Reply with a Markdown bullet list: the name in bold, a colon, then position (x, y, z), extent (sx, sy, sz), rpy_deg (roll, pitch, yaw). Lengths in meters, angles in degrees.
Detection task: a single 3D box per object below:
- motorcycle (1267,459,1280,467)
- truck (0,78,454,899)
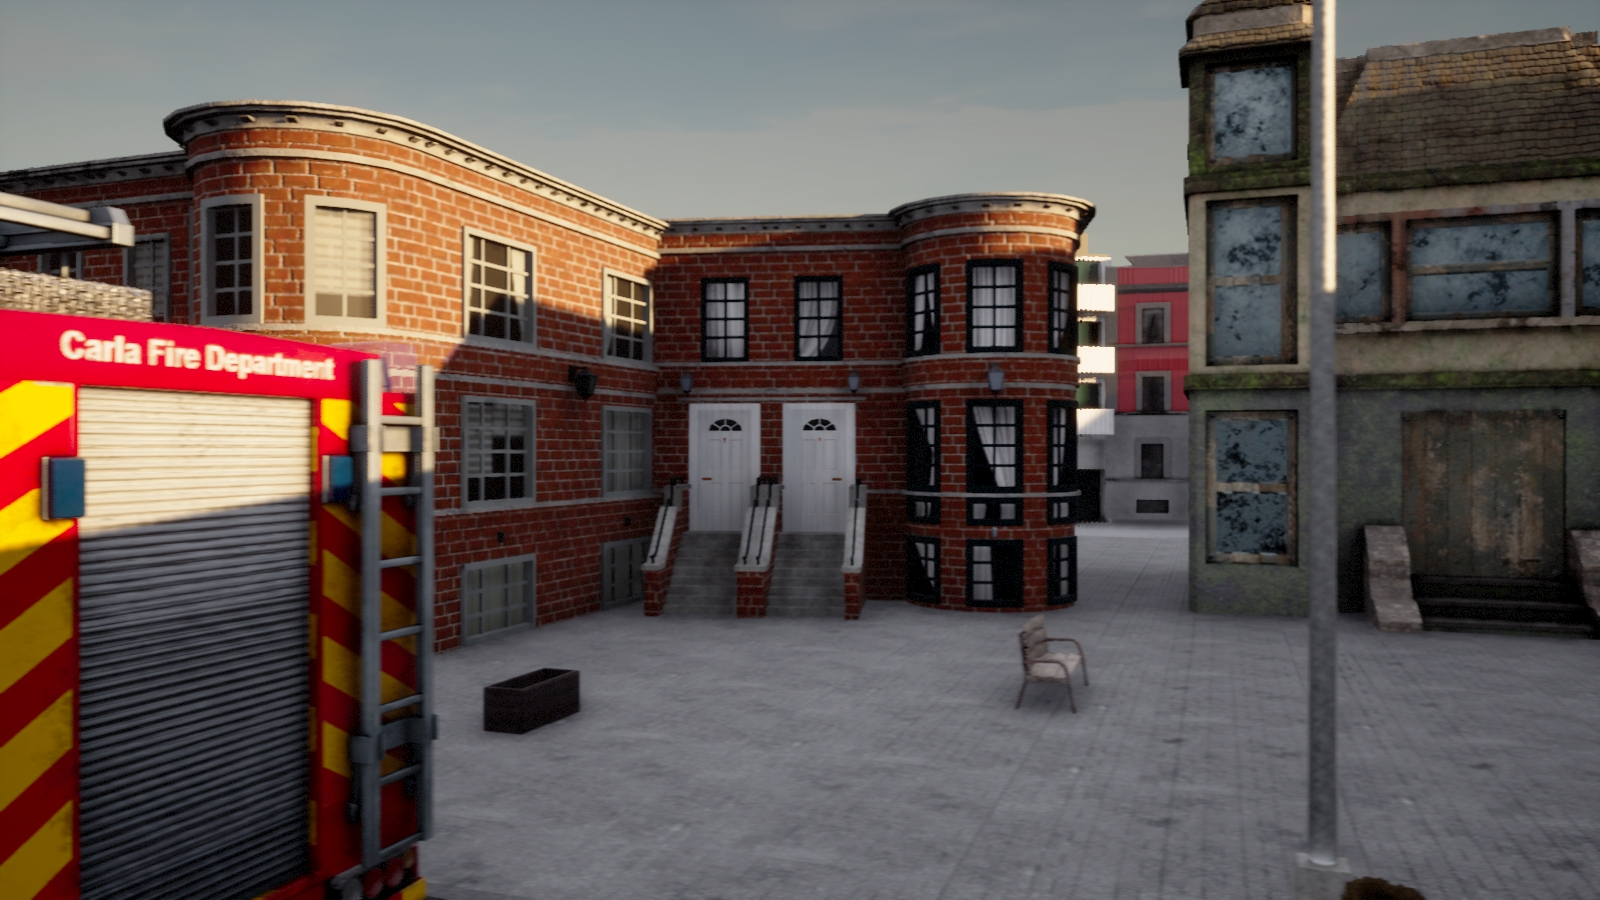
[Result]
- **motorcycle**: position (72.744, 1.962, 175.551), extent (1.805, 1.236, 0.856), rpy_deg (0, 0, 20)
- **truck**: position (-6.331, 0.671, 6.186), extent (8.468, 3.827, 2.891), rpy_deg (0, 0, 20)
